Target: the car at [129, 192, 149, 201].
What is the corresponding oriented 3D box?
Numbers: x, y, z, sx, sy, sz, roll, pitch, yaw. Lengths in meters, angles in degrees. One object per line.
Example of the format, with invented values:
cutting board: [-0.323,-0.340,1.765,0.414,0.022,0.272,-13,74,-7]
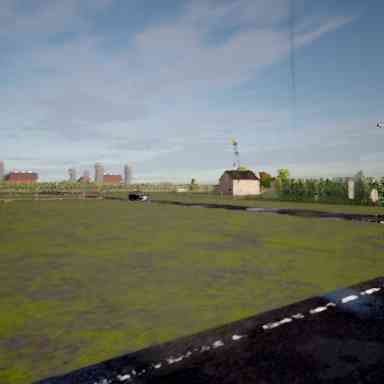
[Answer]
car: [-9.137,0.748,56.739,2.128,1.511,4.902,-1,1,-36]
